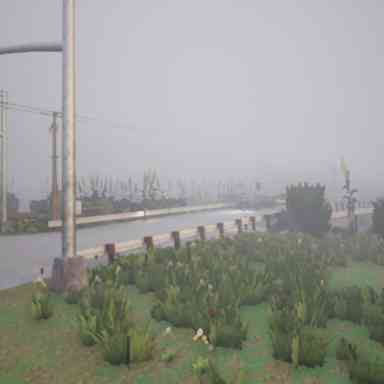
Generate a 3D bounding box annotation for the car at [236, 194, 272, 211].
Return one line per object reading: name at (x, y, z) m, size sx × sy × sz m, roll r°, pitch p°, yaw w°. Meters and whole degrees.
car at (5.743, 0.892, 29.538) m, size 1.994 × 1.385 × 4.181 m, roll 0°, pitch 1°, yaw 42°
